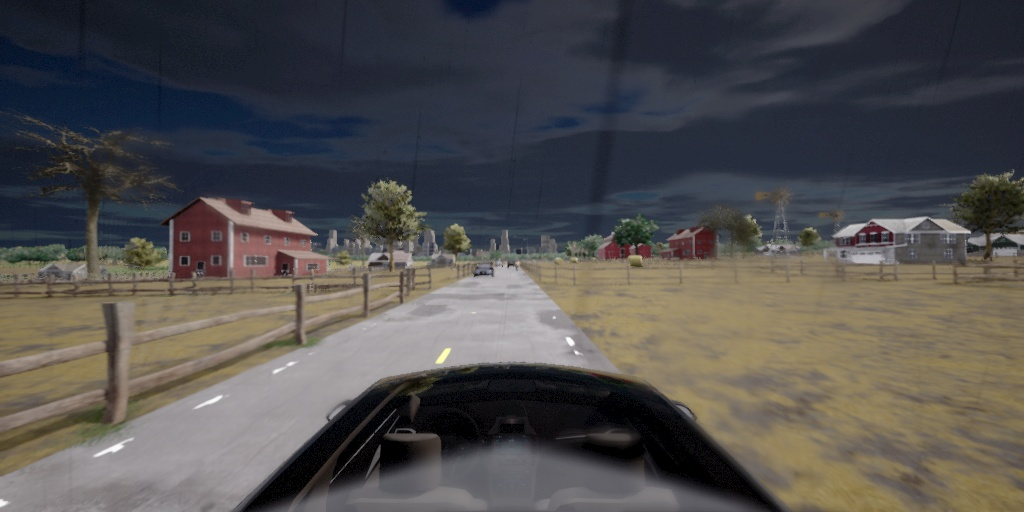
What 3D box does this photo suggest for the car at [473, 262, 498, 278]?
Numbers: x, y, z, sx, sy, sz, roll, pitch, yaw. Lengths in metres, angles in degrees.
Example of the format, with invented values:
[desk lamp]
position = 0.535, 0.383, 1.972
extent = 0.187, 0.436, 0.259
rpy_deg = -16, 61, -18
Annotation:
[car]
position = -2.834, 1.515, 37.166
extent = 1.994, 1.385, 4.181
rpy_deg = 0, 0, 0

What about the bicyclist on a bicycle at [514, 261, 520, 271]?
[bicyclist on a bicycle]
position = 0.770, 1.548, 52.718
extent = 0.866, 1.612, 1.509
rpy_deg = 0, -2, 0
